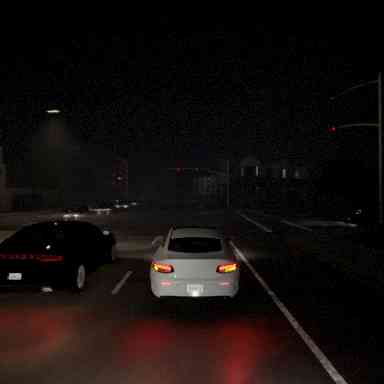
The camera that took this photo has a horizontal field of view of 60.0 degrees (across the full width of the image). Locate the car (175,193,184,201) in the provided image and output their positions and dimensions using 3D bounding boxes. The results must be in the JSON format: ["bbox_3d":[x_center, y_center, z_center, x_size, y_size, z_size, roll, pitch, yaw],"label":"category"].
[{"bbox_3d":[-3.455,1.417,88.985,2.150,2.045,5.566,0,0,0],"label":"car"}]

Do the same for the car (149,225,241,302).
[{"bbox_3d":[0.071,1.540,8.158,1.812,1.442,4.674,0,0,0],"label":"car"}]

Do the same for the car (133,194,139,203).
[{"bbox_3d":[-13.960,1.426,78.185,2.150,2.045,5.566,0,0,0],"label":"car"}]

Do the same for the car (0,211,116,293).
[{"bbox_3d":[-3.425,1.498,8.945,1.882,1.535,5.008,0,0,0],"label":"car"}]

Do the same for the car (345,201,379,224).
[{"bbox_3d":[14.262,1.490,25.471,4.553,1.767,2.097,0,-1,0],"label":"car"}]

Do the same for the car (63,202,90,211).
[{"bbox_3d":[-14.081,1.877,40.975,2.033,1.411,5.357,0,0,0],"label":"car"}]

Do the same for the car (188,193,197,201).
[{"bbox_3d":[0.045,1.413,89.285,2.150,2.045,5.566,0,-1,0],"label":"car"}]

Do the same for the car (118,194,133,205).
[{"bbox_3d":[-13.966,1.697,67.861,2.097,1.767,4.553,0,1,0],"label":"car"}]

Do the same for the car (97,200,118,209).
[{"bbox_3d":[-14.057,2.035,54.647,1.895,1.301,4.718,0,0,0],"label":"car"}]
